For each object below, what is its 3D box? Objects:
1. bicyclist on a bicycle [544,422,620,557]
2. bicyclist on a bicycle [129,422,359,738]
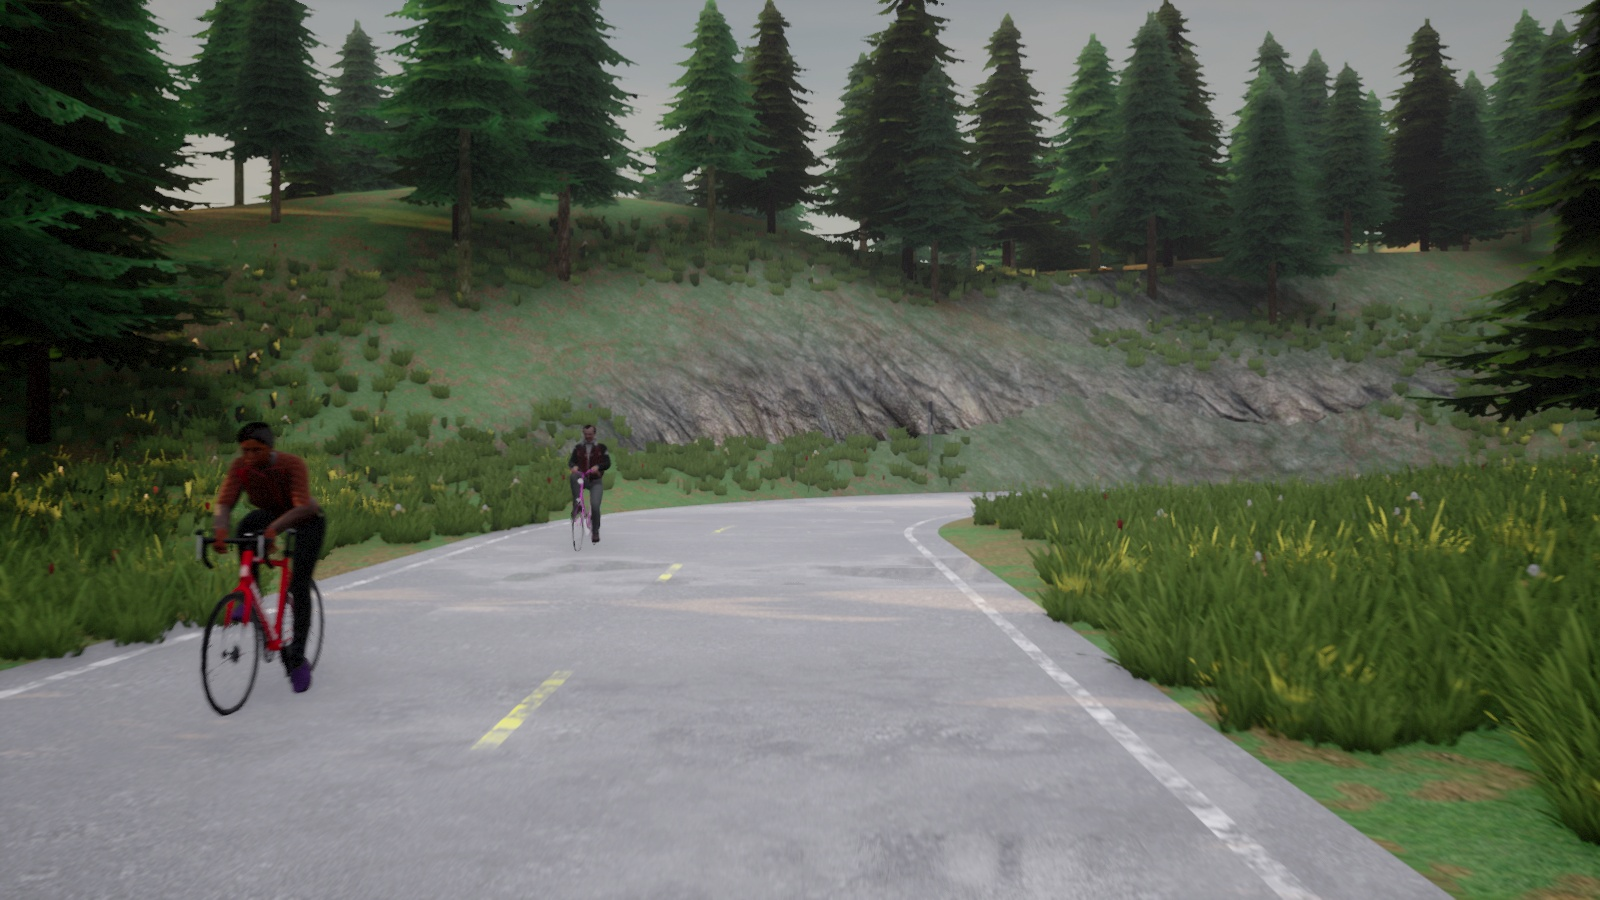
[{"bbox_3d":[-3.014,0.516,17.524,0.659,1.776,1.843,0,0,2],"label":"bicyclist on a bicycle"},{"bbox_3d":[-3.141,0.656,7.264,0.582,1.620,1.656,0,1,0],"label":"bicyclist on a bicycle"}]
